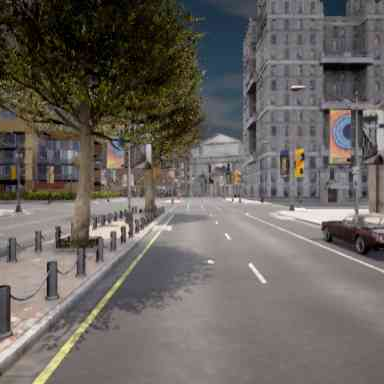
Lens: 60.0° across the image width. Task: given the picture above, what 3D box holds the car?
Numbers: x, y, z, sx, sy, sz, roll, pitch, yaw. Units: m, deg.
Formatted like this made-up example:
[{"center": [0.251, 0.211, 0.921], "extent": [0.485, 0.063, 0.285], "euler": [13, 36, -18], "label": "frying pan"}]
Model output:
[{"center": [6.749, 1.542, 12.948], "extent": [1.895, 1.301, 4.718], "euler": [0, 0, 0], "label": "car"}]
